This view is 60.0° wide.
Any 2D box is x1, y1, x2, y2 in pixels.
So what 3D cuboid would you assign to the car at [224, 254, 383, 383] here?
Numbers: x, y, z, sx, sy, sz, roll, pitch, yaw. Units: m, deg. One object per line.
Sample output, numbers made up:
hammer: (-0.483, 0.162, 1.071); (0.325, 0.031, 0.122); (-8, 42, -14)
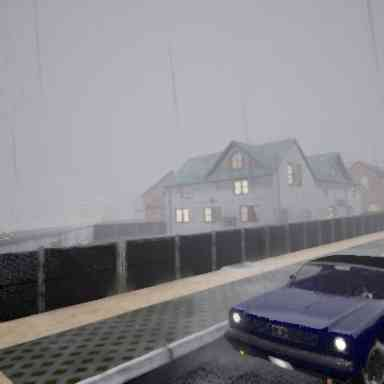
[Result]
car: (2.658, 1.839, 5.696); (4.718, 1.301, 1.895); (1, -4, -45)
